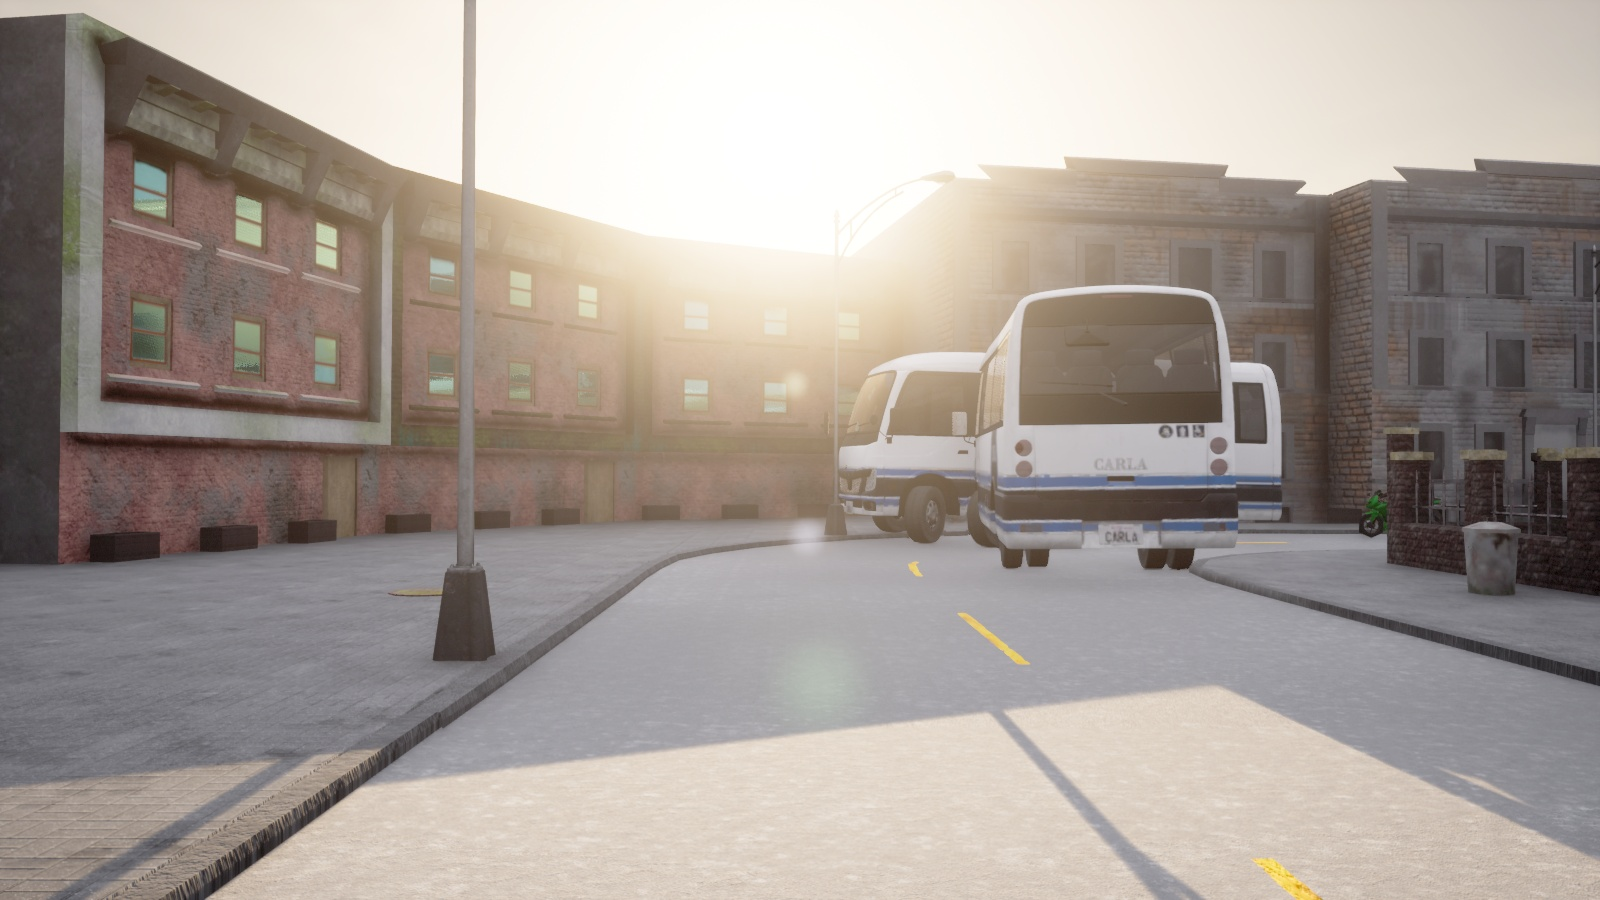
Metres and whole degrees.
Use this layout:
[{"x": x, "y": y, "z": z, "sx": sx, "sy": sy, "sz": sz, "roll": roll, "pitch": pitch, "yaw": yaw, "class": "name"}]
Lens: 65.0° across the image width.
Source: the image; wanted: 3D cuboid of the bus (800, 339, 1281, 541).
[{"x": 5.440, "y": -0.114, "z": 29.320, "sx": 10.273, "sy": 4.253, "sz": 3.944, "roll": 1, "pitch": -1, "yaw": -11, "class": "bus"}]

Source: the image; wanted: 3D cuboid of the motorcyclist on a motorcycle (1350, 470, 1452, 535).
[{"x": 14.416, "y": 1.244, "z": 30.164, "sx": 2.044, "sy": 1.523, "sz": 0.797, "roll": 0, "pitch": -1, "yaw": 0, "class": "motorcyclist on a motorcycle"}]

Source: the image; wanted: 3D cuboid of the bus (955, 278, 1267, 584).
[{"x": 5.000, "y": -0.199, "z": 22.874, "sx": 3.944, "sy": 4.253, "sz": 10.273, "roll": -1, "pitch": -1, "yaw": 5, "class": "bus"}]
